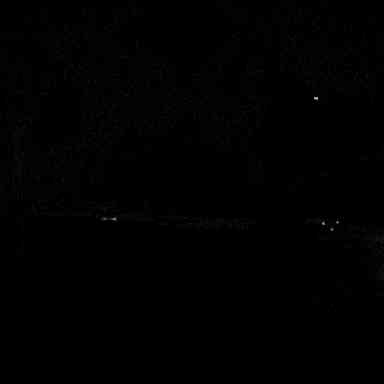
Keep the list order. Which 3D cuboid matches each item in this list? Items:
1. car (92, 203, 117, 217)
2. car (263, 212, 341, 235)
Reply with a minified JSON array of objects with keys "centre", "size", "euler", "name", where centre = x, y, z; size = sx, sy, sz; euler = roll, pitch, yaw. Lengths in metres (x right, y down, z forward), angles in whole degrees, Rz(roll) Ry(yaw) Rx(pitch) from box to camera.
[{"centre":[-13.204,2.621,49.760],"size":[2.150,2.045,5.566],"euler":[0,-2,-35],"name":"car"},{"centre":[6.980,1.951,21.452],"size":[1.895,1.301,4.718],"euler":[0,-1,-35],"name":"car"}]
